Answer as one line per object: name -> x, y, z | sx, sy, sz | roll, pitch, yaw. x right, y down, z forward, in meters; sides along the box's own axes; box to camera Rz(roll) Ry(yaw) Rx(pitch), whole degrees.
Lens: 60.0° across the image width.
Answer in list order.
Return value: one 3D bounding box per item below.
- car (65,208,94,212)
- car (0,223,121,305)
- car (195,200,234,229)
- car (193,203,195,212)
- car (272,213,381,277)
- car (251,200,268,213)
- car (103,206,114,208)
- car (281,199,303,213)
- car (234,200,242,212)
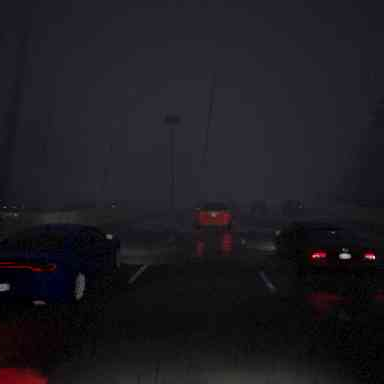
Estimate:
car -> -13.481, 1.670, 40.276 | 1.882, 1.535, 5.008 | 0, 0, 12
car -> -3.170, 1.516, 8.266 | 1.882, 1.535, 5.008 | 0, 0, 3
car -> 1.655, 1.503, 23.022 | 2.097, 1.767, 4.553 | 0, 0, 7
car -> 1.340, 1.775, 41.909 | 1.837, 1.490, 4.892 | 0, 0, 13
car -> 3.897, 1.632, 10.600 | 2.033, 1.411, 5.357 | 0, 0, 4
car -> 8.547, 1.808, 42.054 | 1.837, 1.490, 4.892 | 0, 0, 13
car -> -9.612, 1.819, 41.755 | 1.895, 1.301, 4.718 | 0, 0, 12
car -> 11.194, 1.636, 37.455 | 2.097, 1.767, 4.553 | 0, 0, 12
car -> 5.561, 1.830, 44.628 | 1.812, 1.442, 4.674 | 0, 0, 14
